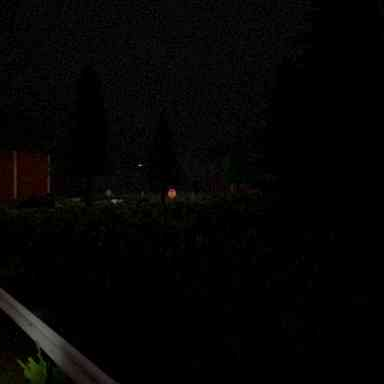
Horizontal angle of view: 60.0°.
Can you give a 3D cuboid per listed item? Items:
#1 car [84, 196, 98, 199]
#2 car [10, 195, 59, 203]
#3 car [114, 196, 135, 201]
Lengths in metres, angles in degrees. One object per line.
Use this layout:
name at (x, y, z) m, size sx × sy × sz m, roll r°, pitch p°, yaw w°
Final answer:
car at (-26.800, 1.822, 87.855) m, size 1.816 × 1.474 × 4.193 m, roll 0°, pitch 0°, yaw 27°
car at (-19.941, 1.394, 41.566) m, size 2.150 × 2.045 × 5.566 m, roll 0°, pitch 0°, yaw 27°
car at (-11.114, 1.753, 50.799) m, size 1.994 × 1.385 × 4.181 m, roll 0°, pitch 0°, yaw 27°
